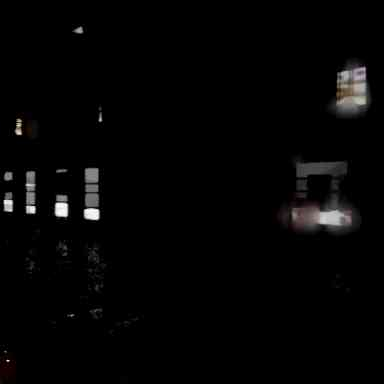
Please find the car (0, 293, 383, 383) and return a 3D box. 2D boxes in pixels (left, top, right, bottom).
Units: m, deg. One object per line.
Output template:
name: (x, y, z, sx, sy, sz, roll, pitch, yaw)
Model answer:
car: (-0.074, 1.580, 2.768, 4.206, 1.307, 1.802, 0, 1, 35)
